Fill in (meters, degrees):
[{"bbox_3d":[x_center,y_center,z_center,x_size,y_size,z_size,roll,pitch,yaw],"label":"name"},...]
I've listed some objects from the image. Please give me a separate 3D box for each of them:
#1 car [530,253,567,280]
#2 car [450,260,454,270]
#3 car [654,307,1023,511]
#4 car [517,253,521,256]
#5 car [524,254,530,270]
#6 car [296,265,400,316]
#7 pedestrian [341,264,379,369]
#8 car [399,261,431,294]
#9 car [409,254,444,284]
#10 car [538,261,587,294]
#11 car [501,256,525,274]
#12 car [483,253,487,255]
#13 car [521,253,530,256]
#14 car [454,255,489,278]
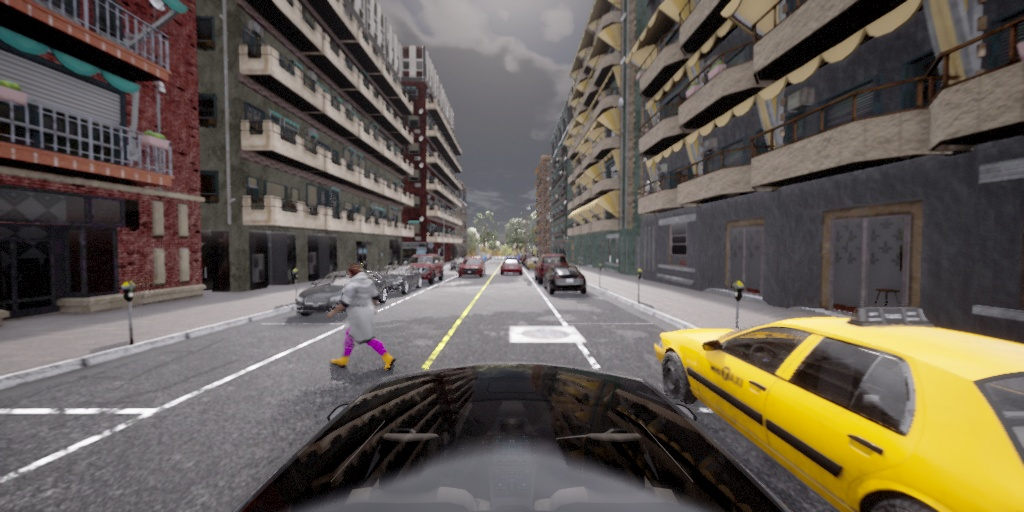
[{"bbox_3d":[2.596,0.807,23.785,2.192,1.841,5.009,0,0,0],"label":"car"},{"bbox_3d":[-5.856,0.850,40.272,2.007,1.370,4.403,0,0,0],"label":"car"},{"bbox_3d":[2.995,1.189,3.157,1.801,1.575,5.366,0,1,0],"label":"car"},{"bbox_3d":[-0.115,0.662,50.194,1.882,1.535,5.008,0,1,0],"label":"car"},{"bbox_3d":[2.523,0.824,40.527,1.751,1.417,4.829,0,0,0],"label":"car"},{"bbox_3d":[-5.737,1.173,12.655,2.007,1.370,4.403,0,0,0],"label":"car"},{"bbox_3d":[-2.588,0.993,6.104,0.375,1.860,0.375,-1,2,0],"label":"pedestrian"},{"bbox_3d":[-5.761,1.108,18.177,2.007,1.370,4.403,0,0,0],"label":"car"},{"bbox_3d":[-5.785,0.808,23.701,2.192,1.841,5.009,0,0,0],"label":"car"},{"bbox_3d":[2.620,1.123,18.262,1.948,1.339,4.313,0,0,0],"label":"car"},{"bbox_3d":[-0.043,0.941,33.699,1.994,1.385,4.181,0,1,0],"label":"car"},{"bbox_3d":[-5.952,0.606,62.367,1.948,1.339,4.313,0,0,0],"label":"car"},{"bbox_3d":[2.476,0.484,51.404,2.192,1.841,5.009,0,0,0],"label":"car"},{"bbox_3d":[-3.214,0.904,29.467,1.882,1.535,5.008,0,1,0],"label":"car"}]
